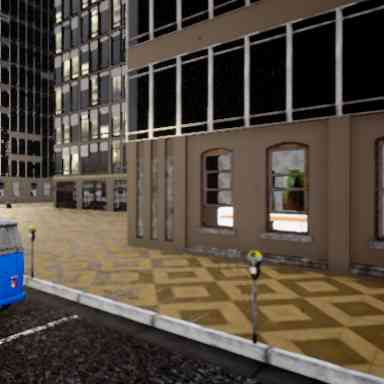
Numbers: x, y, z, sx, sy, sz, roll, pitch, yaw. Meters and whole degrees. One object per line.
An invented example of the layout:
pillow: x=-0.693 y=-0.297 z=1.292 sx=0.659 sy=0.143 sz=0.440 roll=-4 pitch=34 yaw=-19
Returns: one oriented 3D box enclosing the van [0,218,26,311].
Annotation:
van: x=-4.868 y=1.300 z=6.362 sx=3.998 sy=1.788 sz=1.690 roll=0 pitch=0 yaw=36
